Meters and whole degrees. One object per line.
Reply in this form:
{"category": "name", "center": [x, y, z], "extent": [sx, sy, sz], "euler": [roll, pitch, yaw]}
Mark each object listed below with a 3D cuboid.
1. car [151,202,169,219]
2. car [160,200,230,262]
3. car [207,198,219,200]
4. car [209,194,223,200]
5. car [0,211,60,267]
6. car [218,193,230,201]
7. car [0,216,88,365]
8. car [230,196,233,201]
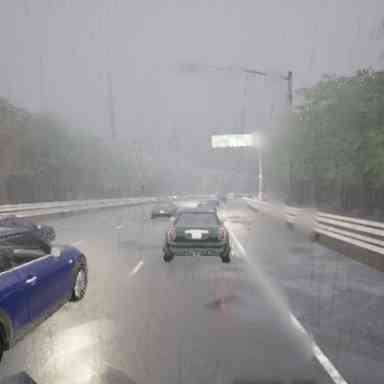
{"category": "car", "center": [-2.298, 1.588, 29.159], "extent": [1.994, 1.385, 4.181], "euler": [0, 0, 4]}
{"category": "car", "center": [0.217, 1.367, 12.361], "extent": [2.097, 1.767, 4.553], "euler": [0, 0, 2]}
{"category": "car", "center": [1.425, 1.599, 33.085], "extent": [1.994, 1.385, 4.181], "euler": [0, 0, 5]}
{"category": "car", "center": [3.253, 1.526, 50.580], "extent": [1.882, 1.535, 5.008], "euler": [0, 0, 7]}
{"category": "car", "center": [-6.758, 1.545, 11.620], "extent": [2.033, 1.411, 5.357], "euler": [0, 0, 2]}
{"category": "car", "center": [6.429, 1.282, 71.939], "extent": [2.150, 2.045, 5.566], "euler": [0, 0, 10]}
{"category": "car", "center": [-3.335, 1.351, 5.422], "extent": [2.097, 1.767, 4.553], "euler": [0, 0, 1]}
{"category": "car", "center": [9.802, 1.656, 89.251], "extent": [1.895, 1.301, 4.718], "euler": [0, 0, 12]}
